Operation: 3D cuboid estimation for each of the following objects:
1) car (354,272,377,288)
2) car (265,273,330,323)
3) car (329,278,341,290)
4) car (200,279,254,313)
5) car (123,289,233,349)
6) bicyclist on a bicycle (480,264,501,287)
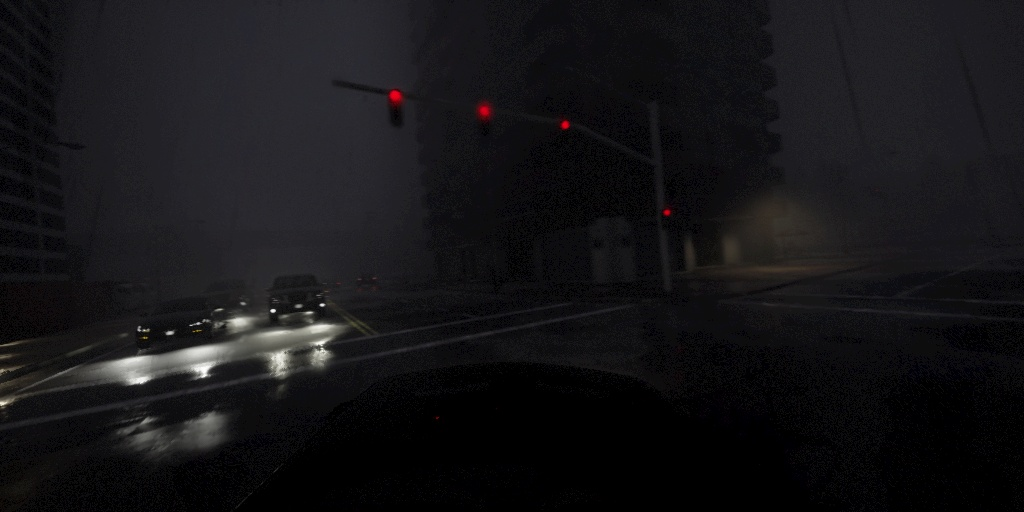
[{"bbox_3d":[-17.615,2.780,43.007,2.097,1.767,4.553,-4,-1,-29],"label":"car"},{"bbox_3d":[-10.559,1.909,17.600,2.150,2.045,5.566,-4,-1,-32],"label":"car"},{"bbox_3d":[-21.346,3.257,41.721,2.033,1.411,5.357,-4,-1,-36],"label":"car"},{"bbox_3d":[-17.352,2.471,22.010,2.150,2.045,5.566,-4,-1,-32],"label":"car"},{"bbox_3d":[-11.968,2.270,13.260,1.837,1.490,4.892,-4,0,-32],"label":"car"},{"bbox_3d":[-1.531,1.344,25.254,1.656,1.620,0.582,-3,-1,-32],"label":"bicyclist on a bicycle"}]
